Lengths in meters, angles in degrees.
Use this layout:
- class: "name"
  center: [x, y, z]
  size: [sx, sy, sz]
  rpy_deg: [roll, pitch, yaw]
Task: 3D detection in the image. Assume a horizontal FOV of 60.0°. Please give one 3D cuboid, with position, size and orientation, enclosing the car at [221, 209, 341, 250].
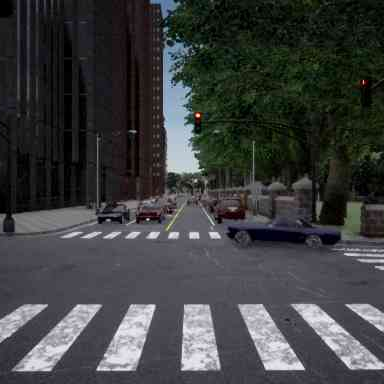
- class: "car"
  center: [3.910, 1.686, 14.713]
  size: [4.718, 1.301, 1.895]
  rpy_deg: [2, 1, 16]

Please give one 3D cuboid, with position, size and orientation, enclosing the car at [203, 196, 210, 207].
- class: "car"
  center: [2.779, 1.579, 41.412]
  size: [2.008, 1.369, 4.403]
  rpy_deg: [0, 0, 0]

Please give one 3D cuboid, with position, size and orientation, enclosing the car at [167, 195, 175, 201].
- class: "car"
  center: [-5.727, 1.532, 90.522]
  size: [1.967, 1.590, 4.097]
  rpy_deg: [0, 0, 0]

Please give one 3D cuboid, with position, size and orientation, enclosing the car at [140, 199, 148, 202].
- class: "car"
  center: [-5.747, 1.579, 41.408]
  size: [2.008, 1.369, 4.403]
  rpy_deg: [0, 0, 0]

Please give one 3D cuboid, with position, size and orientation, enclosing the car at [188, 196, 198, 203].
- class: "car"
  center: [0.129, 1.623, 69.776]
  size: [1.994, 1.385, 4.181]
  rpy_deg: [0, 0, 0]

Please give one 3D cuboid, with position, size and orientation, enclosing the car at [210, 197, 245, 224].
- class: "car"
  center: [2.772, 1.325, 25.043]
  size: [2.192, 1.841, 5.009]
  rpy_deg: [0, 0, 0]

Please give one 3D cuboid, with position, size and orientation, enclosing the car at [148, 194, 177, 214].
- class: "car"
  center: [-3.085, 1.373, 35.475]
  size: [2.097, 1.767, 4.553]
  rpy_deg: [0, 0, 1]

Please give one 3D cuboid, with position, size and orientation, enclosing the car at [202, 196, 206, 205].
- class: "car"
  center: [2.781, 1.585, 46.869]
  size: [2.008, 1.369, 4.403]
  rpy_deg: [0, 0, 0]

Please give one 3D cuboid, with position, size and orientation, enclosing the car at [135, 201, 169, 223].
- class: "car"
  center: [-3.090, 1.612, 25.483]
  size: [1.895, 1.301, 4.718]
  rpy_deg: [0, 0, 0]

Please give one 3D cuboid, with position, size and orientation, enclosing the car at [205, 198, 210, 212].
- class: "car"
  center: [2.777, 1.588, 35.955]
  size: [1.947, 1.339, 4.313]
  rpy_deg: [0, 0, 0]

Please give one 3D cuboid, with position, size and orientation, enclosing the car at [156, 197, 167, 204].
- class: "car"
  center: [-5.738, 1.634, 63.236]
  size: [1.802, 1.307, 4.206]
  rpy_deg: [0, 0, 0]

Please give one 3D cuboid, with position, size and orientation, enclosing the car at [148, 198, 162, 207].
- class: "car"
  center: [-5.742, 1.622, 52.322]
  size: [1.802, 1.307, 4.206]
  rpy_deg: [0, 0, 0]

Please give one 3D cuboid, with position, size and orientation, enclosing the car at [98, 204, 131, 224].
- class: "car"
  center: [-5.753, 1.576, 25.037]
  size: [1.947, 1.339, 4.313]
  rpy_deg: [0, 0, 0]

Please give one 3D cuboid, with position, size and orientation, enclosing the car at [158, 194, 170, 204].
- class: "car"
  center: [-5.736, 1.374, 68.694]
  size: [2.192, 1.841, 5.009]
  rpy_deg: [0, 0, 0]

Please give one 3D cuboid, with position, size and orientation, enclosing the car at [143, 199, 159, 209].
- class: "car"
  center: [-5.744, 1.616, 46.865]
  size: [1.802, 1.307, 4.206]
  rpy_deg: [0, 0, 0]

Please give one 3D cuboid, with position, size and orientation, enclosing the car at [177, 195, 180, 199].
- class: "car"
  center: [-3.072, 1.538, 45.709]
  size: [1.837, 1.490, 4.892]
  rpy_deg: [0, 0, 0]

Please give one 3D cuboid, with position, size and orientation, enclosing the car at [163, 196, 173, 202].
- class: "car"
  center: [-5.732, 1.619, 79.607]
  size: [1.887, 1.381, 4.507]
  rpy_deg: [0, 0, 0]

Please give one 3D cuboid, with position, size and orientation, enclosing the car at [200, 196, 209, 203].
- class: "car"
  center: [2.791, 1.592, 74.321]
  size: [1.752, 1.417, 4.829]
  rpy_deg: [0, 0, 0]

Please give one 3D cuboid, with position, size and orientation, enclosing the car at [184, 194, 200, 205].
- class: "car"
  center: [0.122, 1.540, 59.411]
  size: [2.128, 1.511, 4.902]
  rpy_deg: [0, 0, 0]

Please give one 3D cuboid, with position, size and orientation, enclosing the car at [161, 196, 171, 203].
- class: "car"
  center: [-5.734, 1.611, 74.150]
  size: [1.887, 1.381, 4.507]
  rpy_deg: [0, 0, 0]

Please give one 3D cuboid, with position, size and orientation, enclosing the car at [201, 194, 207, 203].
- class: "car"
  center: [2.783, 1.480, 52.325]
  size: [1.967, 1.590, 4.097]
  rpy_deg: [0, 0, 0]
